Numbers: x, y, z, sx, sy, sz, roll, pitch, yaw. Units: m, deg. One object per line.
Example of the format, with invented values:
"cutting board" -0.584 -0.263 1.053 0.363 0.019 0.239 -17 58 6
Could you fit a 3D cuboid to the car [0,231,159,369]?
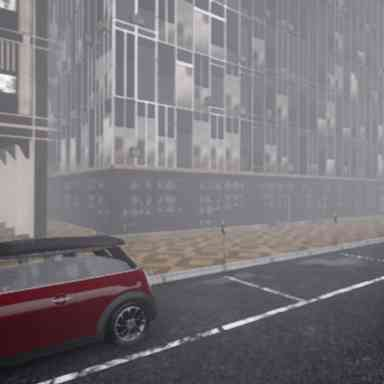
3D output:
"car" -2.613 1.439 4.690 4.097 1.590 1.967 0 0 -36
